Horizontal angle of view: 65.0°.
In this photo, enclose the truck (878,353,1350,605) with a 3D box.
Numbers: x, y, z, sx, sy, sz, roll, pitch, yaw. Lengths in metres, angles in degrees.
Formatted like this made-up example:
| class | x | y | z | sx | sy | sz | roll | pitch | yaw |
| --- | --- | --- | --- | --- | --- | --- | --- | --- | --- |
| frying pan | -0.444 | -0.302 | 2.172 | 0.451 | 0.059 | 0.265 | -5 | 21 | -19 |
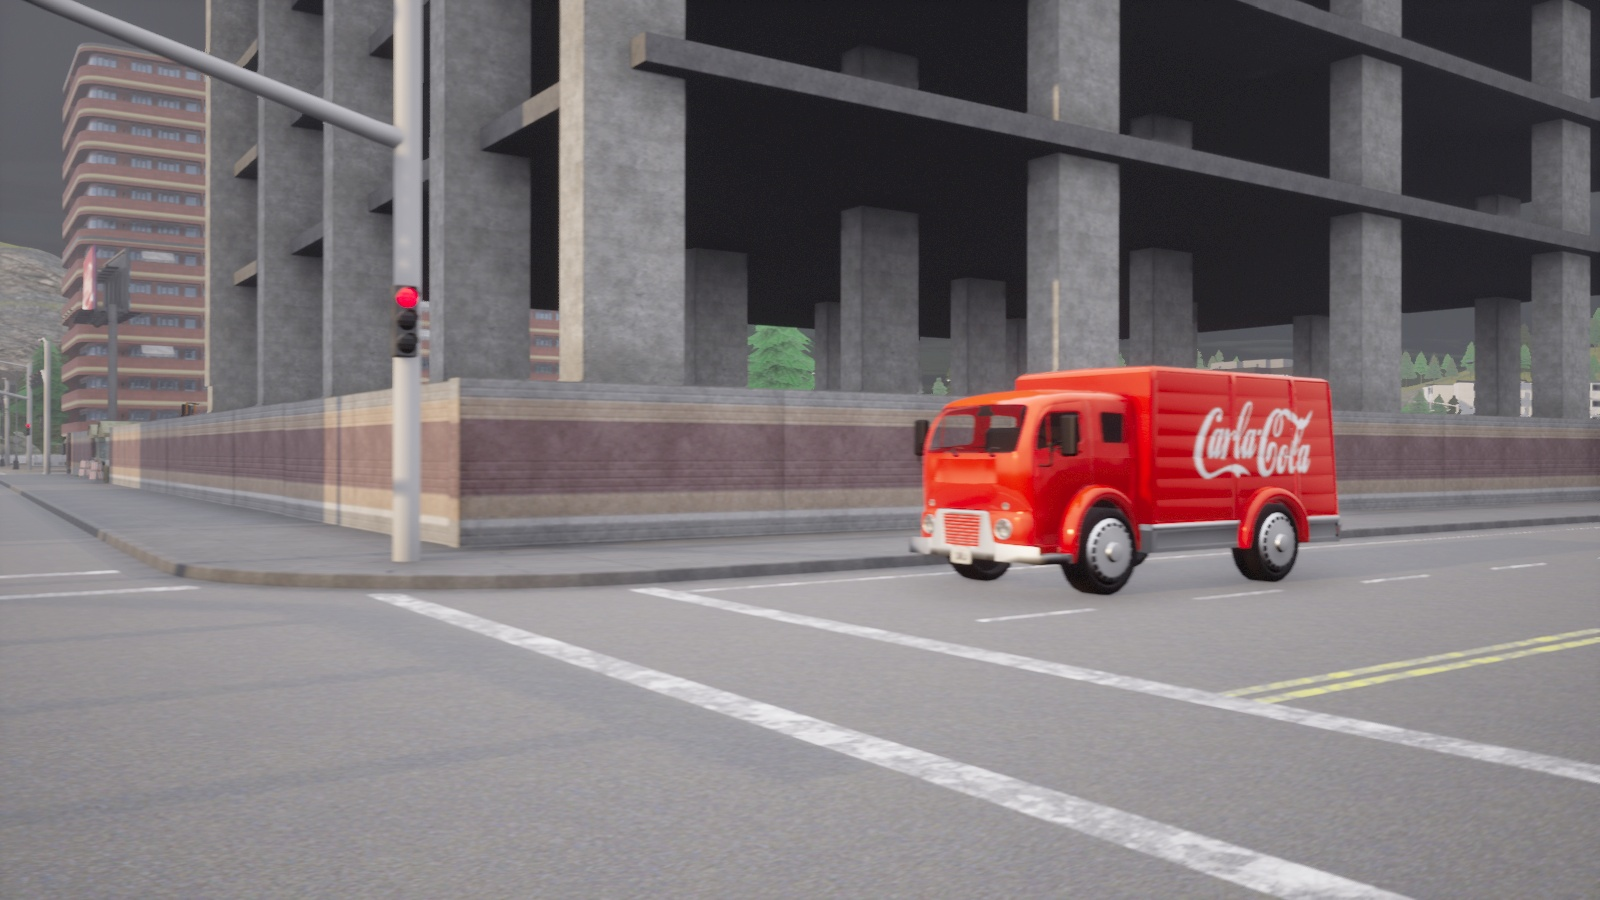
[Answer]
| class | x | y | z | sx | sy | sz | roll | pitch | yaw |
| --- | --- | --- | --- | --- | --- | --- | --- | --- | --- |
| truck | 3.786 | 0.287 | 14.825 | 5.204 | 2.467 | 2.627 | 0 | 0 | -35 |
